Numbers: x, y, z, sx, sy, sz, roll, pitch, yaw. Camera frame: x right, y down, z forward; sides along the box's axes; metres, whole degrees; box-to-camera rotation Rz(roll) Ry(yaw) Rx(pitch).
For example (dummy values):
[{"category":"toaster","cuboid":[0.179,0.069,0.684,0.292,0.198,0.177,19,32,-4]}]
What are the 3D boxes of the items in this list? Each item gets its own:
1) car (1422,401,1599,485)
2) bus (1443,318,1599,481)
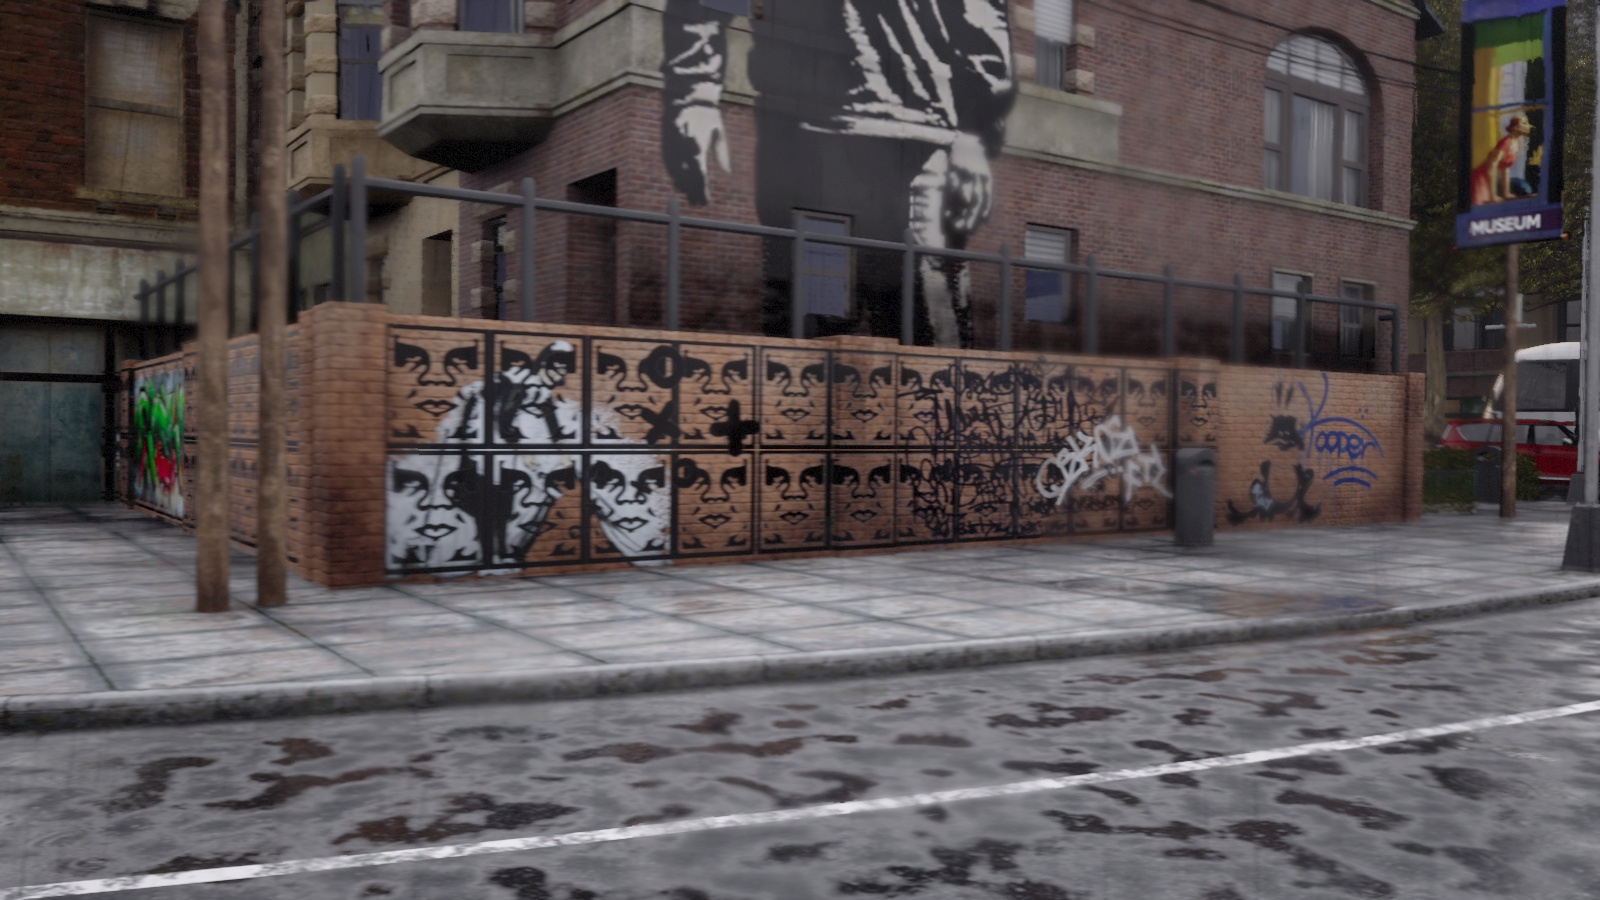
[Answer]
[{"category":"car","cuboid":[19.297,-0.196,32.285,2.150,2.045,5.566,-1,1,-35]},{"category":"bus","cuboid":[23.253,-1.352,33.382,10.273,4.253,3.944,0,1,43]}]
